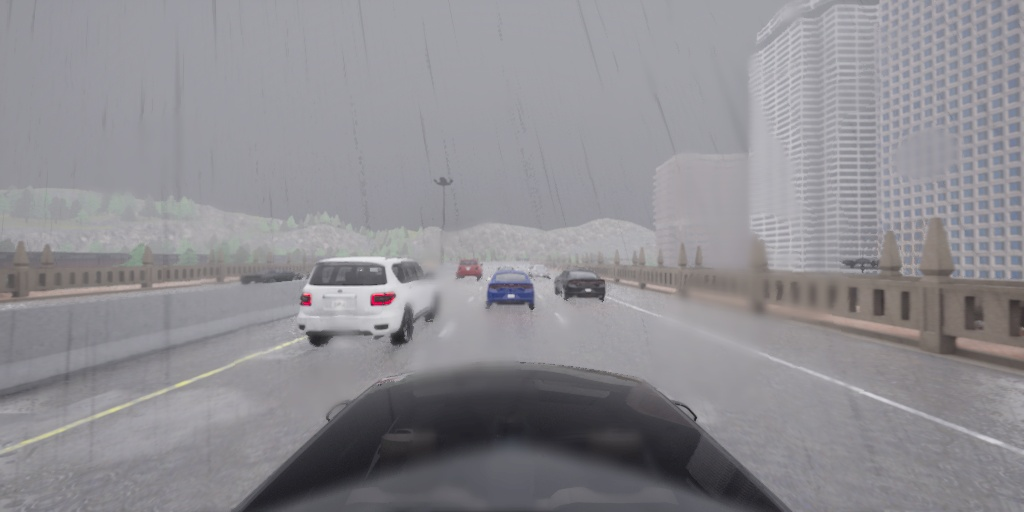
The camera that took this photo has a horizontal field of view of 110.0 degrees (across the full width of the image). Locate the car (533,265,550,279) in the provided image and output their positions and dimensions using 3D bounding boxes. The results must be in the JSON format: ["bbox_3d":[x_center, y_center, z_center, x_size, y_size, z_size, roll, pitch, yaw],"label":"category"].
[{"bbox_3d":[2.791,1.658,37.505,1.812,1.442,4.674,0,-1,-2],"label":"car"}]

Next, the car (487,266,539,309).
[{"bbox_3d":[-0.084,1.379,15.918,1.882,1.535,5.008,0,-1,-1],"label":"car"}]

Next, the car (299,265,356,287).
[{"bbox_3d":[-14.634,1.532,28.801,2.128,1.511,4.902,0,-1,-2],"label":"car"}]

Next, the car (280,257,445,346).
[{"bbox_3d":[-3.483,1.060,9.855,2.150,2.045,5.566,0,0,-1],"label":"car"}]

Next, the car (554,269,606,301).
[{"bbox_3d":[3.358,1.407,18.519,1.882,1.535,5.008,0,-1,-1],"label":"car"}]

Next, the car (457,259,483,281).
[{"bbox_3d":[-4.146,1.336,35.814,2.150,2.045,5.566,0,-1,-2],"label":"car"}]

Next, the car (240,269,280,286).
[{"bbox_3d":[-18.087,1.624,27.179,1.895,1.301,4.718,0,-1,-2],"label":"car"}]
